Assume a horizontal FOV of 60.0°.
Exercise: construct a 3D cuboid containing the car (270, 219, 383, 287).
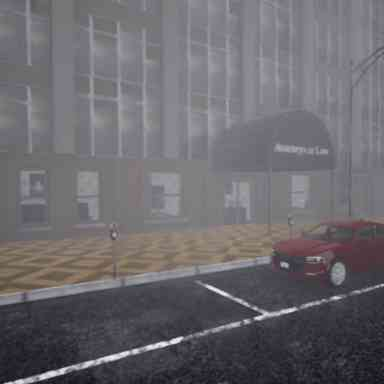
[{"bbox_3d":[4.070,1.431,8.858,4.507,1.381,1.887,0,0,-31],"label":"car"}]
